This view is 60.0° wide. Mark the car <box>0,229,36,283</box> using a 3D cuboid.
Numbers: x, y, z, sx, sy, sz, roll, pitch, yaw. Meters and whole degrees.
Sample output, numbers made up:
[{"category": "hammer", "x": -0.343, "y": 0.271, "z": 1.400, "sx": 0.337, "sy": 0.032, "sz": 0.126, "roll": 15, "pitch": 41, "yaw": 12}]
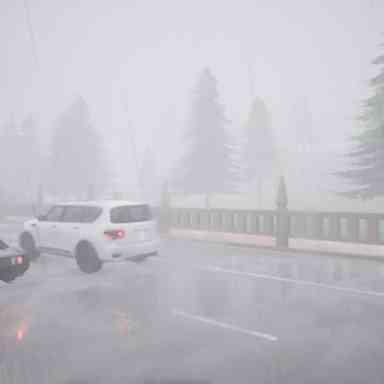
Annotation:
[{"category": "car", "x": -6.269, "y": 1.665, "z": 8.699, "sx": 4.718, "sy": 1.301, "sz": 1.895, "roll": 0, "pitch": 0, "yaw": 38}]

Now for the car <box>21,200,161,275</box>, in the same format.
[{"category": "car", "x": -3.528, "y": 1.286, "z": 11.003, "sx": 5.566, "sy": 2.045, "sz": 2.150, "roll": 0, "pitch": 0, "yaw": 37}]
